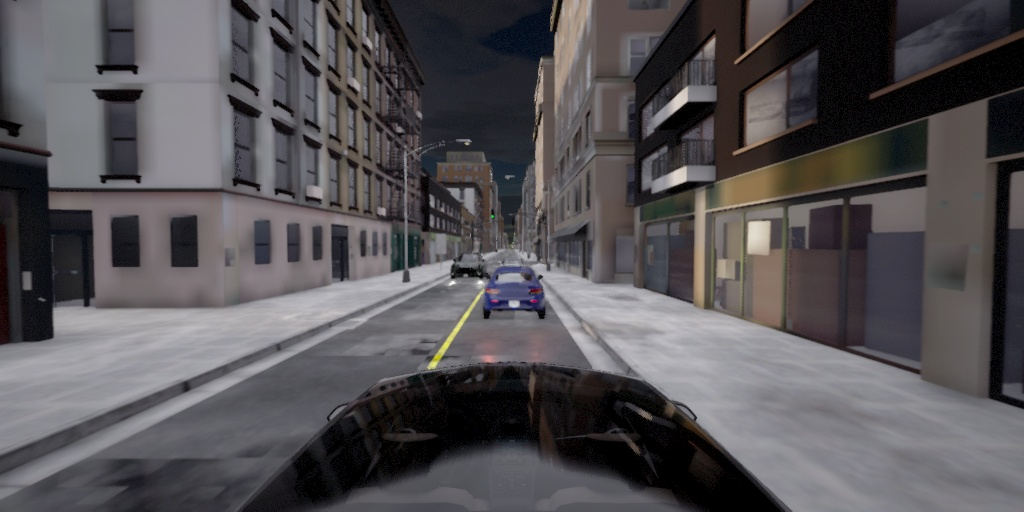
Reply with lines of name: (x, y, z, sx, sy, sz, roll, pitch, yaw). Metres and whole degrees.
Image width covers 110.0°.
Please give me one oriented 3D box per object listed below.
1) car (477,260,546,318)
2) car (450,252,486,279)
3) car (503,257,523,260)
car: (0.068, 1.042, 11.751, 1.812, 1.442, 4.674, 0, 1, 0)
car: (-2.842, 0.576, 24.279, 2.097, 1.767, 4.553, 0, 1, 0)
car: (0.069, 0.757, 27.168, 1.895, 1.301, 4.718, 0, 1, 0)
